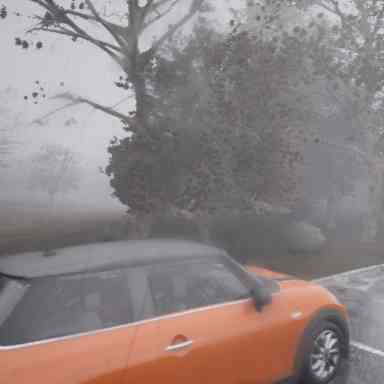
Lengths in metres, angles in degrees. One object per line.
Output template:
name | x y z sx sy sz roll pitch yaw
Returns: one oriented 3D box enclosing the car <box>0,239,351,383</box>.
car | -0.191 1.357 3.923 4.553 1.767 2.185 0 0 -33
